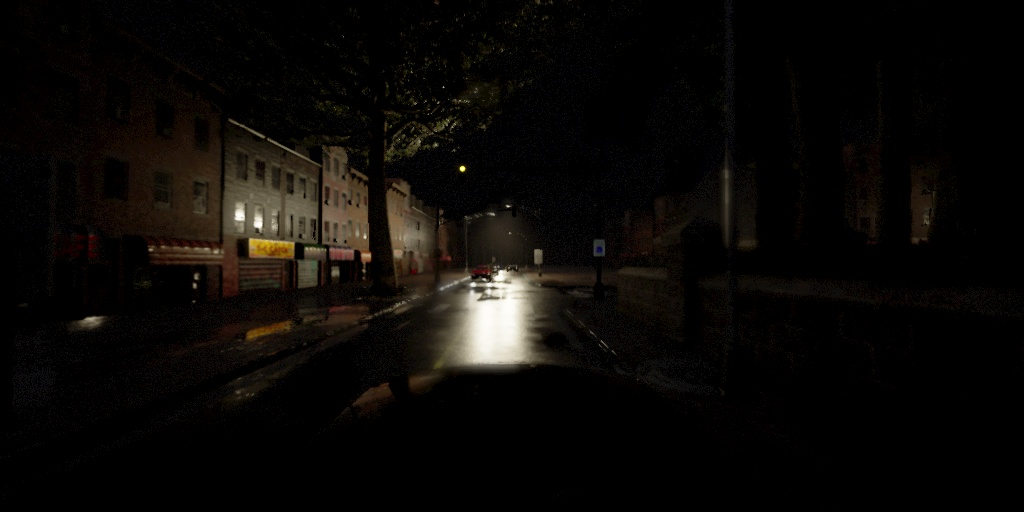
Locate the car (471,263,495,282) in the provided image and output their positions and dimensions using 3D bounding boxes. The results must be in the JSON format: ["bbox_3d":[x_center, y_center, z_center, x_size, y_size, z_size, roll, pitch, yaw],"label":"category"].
[{"bbox_3d":[-2.844,1.627,34.350,1.812,1.442,4.674,0,0,0],"label":"car"}]

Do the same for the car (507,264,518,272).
[{"bbox_3d":[0.110,2.015,59.619,1.895,1.301,4.718,0,-1,0],"label":"car"}]

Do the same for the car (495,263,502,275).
[{"bbox_3d":[-2.825,1.788,50.197,1.837,1.490,4.892,0,0,0],"label":"car"}]
